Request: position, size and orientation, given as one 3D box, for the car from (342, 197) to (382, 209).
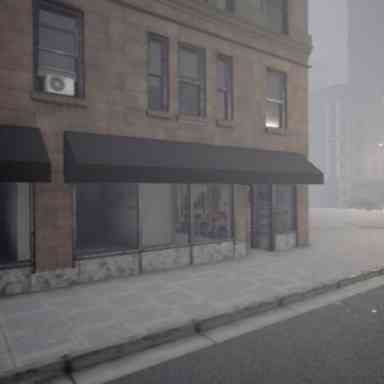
[{"bbox_3d":[21.565,1.365,42.460,1.837,1.490,4.892,-1,0,-26],"label":"car"}]
